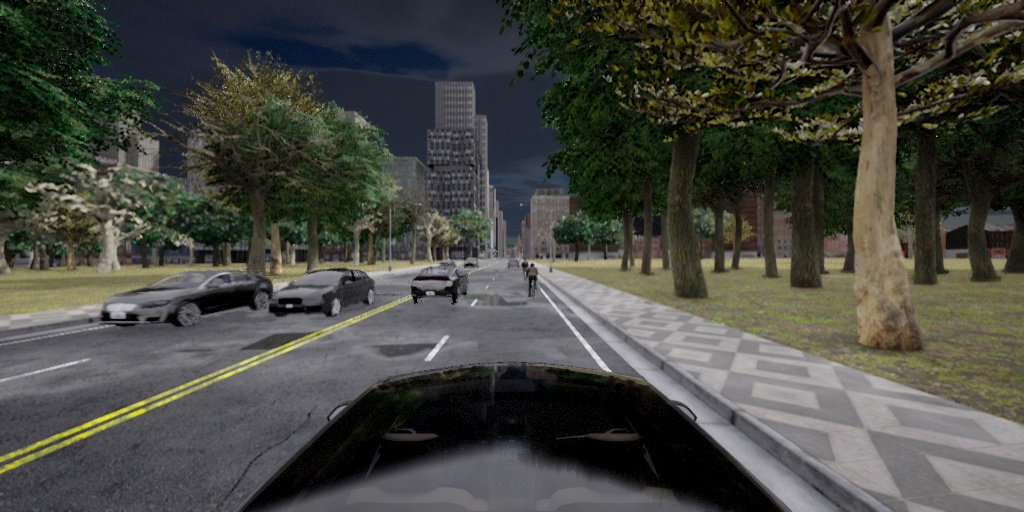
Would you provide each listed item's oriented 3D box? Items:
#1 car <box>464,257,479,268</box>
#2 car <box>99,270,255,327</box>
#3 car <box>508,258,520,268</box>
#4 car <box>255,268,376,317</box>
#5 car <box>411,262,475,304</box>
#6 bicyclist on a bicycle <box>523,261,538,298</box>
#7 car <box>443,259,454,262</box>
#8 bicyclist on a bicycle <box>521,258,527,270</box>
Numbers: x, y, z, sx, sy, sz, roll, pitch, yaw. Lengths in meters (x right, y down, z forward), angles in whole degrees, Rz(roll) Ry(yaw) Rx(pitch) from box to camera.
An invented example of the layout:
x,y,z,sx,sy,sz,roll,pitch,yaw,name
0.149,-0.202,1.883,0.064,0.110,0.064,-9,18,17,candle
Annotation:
x,y,z,sx,sy,sz,roll,pitch,yaw,name
-6.386,0.992,56.475,2.097,1.767,4.553,0,0,1,car
-9.816,1.210,11.393,2.128,1.511,4.902,0,0,0,car
0.297,1.131,59.223,2.128,1.511,4.902,0,0,0,car
-6.561,1.219,13.009,1.837,1.490,4.892,0,0,0,car
-3.100,1.197,16.088,2.128,1.511,4.902,0,0,0,car
0.945,1.157,16.570,0.582,1.620,1.656,0,0,0,bicyclist on a bicycle
-9.652,1.189,53.813,2.033,1.411,5.357,0,0,0,car
0.981,1.049,26.795,0.659,1.776,1.843,0,0,0,bicyclist on a bicycle
